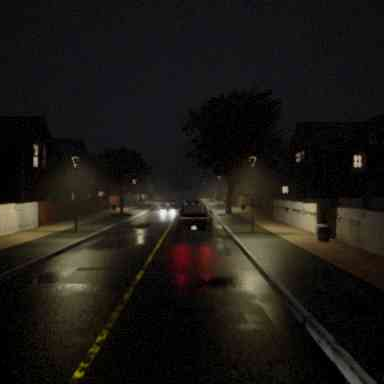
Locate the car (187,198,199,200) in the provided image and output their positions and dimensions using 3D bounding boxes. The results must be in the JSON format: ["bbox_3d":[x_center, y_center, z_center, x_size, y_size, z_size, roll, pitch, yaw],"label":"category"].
[{"bbox_3d":[0.085,1.336,37.707,2.033,1.411,5.357,0,0,0],"label":"car"}]

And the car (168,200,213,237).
[{"bbox_3d":[0.093,1.396,17.522,2.128,1.511,4.902,0,0,0],"label":"car"}]

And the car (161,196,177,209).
[{"bbox_3d":[-2.766,1.262,40.973,2.128,1.511,4.902,0,0,0],"label":"car"}]
